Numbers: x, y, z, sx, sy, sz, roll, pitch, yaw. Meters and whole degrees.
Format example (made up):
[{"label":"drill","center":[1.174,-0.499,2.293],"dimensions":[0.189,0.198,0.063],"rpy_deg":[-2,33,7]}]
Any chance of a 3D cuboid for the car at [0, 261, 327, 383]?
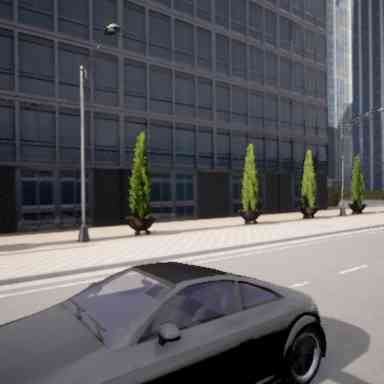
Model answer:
[{"label":"car","center":[-0.376,1.568,3.733],"dimensions":[4.181,1.385,1.994],"rpy_deg":[-1,0,-36]}]
